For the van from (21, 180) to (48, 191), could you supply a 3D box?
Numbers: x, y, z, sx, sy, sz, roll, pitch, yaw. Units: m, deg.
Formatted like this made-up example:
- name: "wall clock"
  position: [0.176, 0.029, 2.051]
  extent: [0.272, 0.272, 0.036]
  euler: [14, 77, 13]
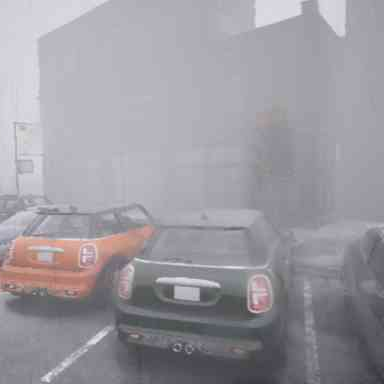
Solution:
- name: "van"
  position: [-30.541, -1.295, 64.455]
  extent: [4.442, 1.987, 1.878]
  euler: [-1, 3, 16]

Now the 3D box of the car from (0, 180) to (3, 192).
- name: "car"
  position: [-35.792, -0.878, 57.106]
  extent: [5.566, 2.045, 2.435]
  euler: [-1, 3, 16]

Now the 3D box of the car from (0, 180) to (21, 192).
- name: "car"
  position: [-33.958, -1.027, 59.551]
  extent: [5.566, 2.045, 2.435]
  euler: [-1, 2, 16]

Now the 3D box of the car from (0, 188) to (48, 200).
- name: "car"
  position: [-6.512, 0.913, 11.245]
  extent: [2.185, 1.767, 4.553]
  euler: [0, 2, 18]

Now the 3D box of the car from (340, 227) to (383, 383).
- name: "car"
  position: [2.981, 1.259, 3.857]
  extent: [2.163, 1.488, 4.792]
  euler: [0, 2, 18]

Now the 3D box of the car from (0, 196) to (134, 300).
- name: "car"
  position: [-1.787, 1.008, 7.520]
  extent: [2.185, 1.767, 4.553]
  euler: [0, 2, 18]

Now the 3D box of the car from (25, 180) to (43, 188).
- name: "car"
  position: [-22.194, -0.640, 46.991]
  extent: [5.566, 2.045, 2.435]
  euler: [0, 4, 16]

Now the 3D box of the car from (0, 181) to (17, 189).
- name: "car"
  position: [-25.620, -0.351, 42.216]
  extent: [5.566, 2.045, 2.435]
  euler: [1, 3, 16]

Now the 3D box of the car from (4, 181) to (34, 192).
- name: "car"
  position: [-32.233, -1.049, 62.008]
  extent: [4.553, 1.767, 2.185]
  euler: [-1, 2, 16]

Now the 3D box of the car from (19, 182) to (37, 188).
- name: "car"
  position: [-23.931, -0.215, 44.608]
  extent: [4.792, 1.488, 2.163]
  euler: [1, 4, 16]

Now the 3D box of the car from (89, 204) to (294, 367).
- name: "car"
  position: [0.589, 1.055, 5.686]
  extent: [2.185, 1.767, 4.553]
  euler: [0, 2, 18]
